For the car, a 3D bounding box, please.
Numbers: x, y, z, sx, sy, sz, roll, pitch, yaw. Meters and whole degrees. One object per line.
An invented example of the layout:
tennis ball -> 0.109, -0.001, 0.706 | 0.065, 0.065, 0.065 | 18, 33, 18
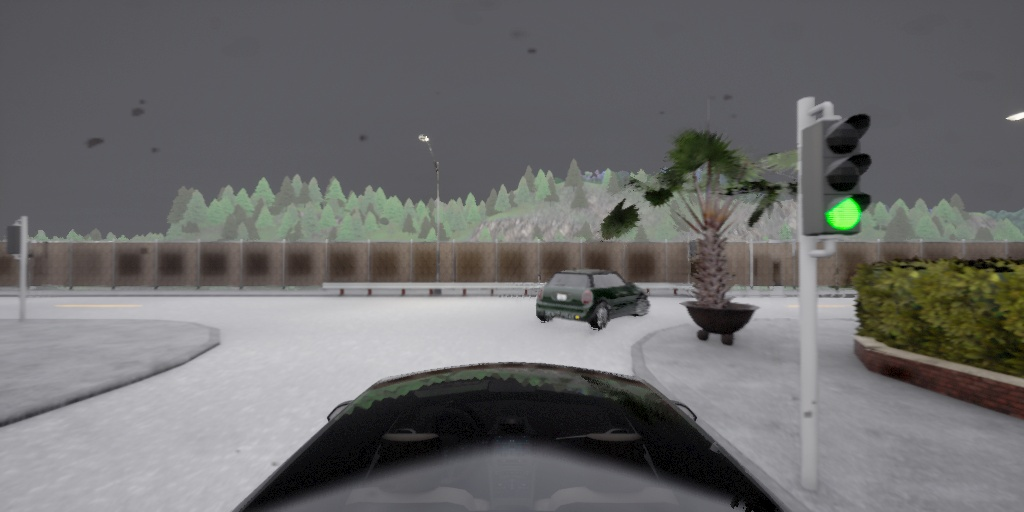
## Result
car -> 2.840, 1.233, 12.044 | 2.097, 1.767, 4.553 | 0, 0, 41
